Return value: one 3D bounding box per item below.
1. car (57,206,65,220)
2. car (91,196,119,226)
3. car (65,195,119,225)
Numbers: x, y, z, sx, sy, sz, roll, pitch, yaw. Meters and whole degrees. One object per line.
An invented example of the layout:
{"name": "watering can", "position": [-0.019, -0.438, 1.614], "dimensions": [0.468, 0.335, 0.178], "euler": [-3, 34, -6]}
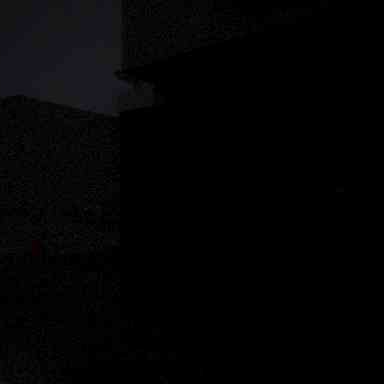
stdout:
{"name": "car", "position": [-7.857, 1.293, 24.198], "dimensions": [3.633, 1.501, 1.845], "euler": [0, 0, -44]}
{"name": "car", "position": [-3.478, 1.260, 20.851], "dimensions": [4.611, 1.667, 2.242], "euler": [0, 0, -44]}
{"name": "car", "position": [-6.135, 1.137, 22.467], "dimensions": [3.866, 1.878, 1.905], "euler": [0, 0, -44]}
